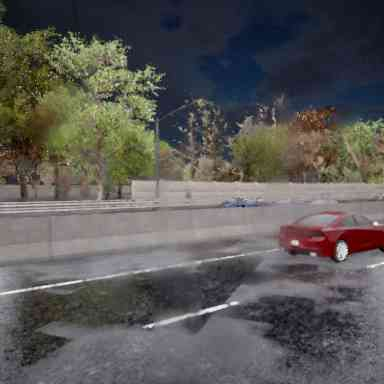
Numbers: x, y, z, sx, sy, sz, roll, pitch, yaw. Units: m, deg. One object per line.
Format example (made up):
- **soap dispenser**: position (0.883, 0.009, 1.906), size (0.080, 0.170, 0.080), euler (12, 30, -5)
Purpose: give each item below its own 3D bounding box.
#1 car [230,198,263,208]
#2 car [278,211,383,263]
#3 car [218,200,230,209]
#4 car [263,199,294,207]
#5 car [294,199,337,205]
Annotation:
- **car**: position (6.599, 1.452, 34.495), size (4.718, 1.301, 1.895), euler (0, 0, -35)
- **car**: position (5.214, 1.411, 11.771), size (5.008, 1.535, 1.882), euler (0, 0, -35)
- **car**: position (4.895, 1.414, 37.217), size (4.181, 1.385, 1.994), euler (0, 0, -37)
- **car**: position (9.390, 1.372, 32.185), size (4.674, 1.442, 1.812), euler (0, 0, -35)
- **car**: position (11.447, 1.373, 29.352), size (4.674, 1.442, 1.812), euler (0, 0, -35)
